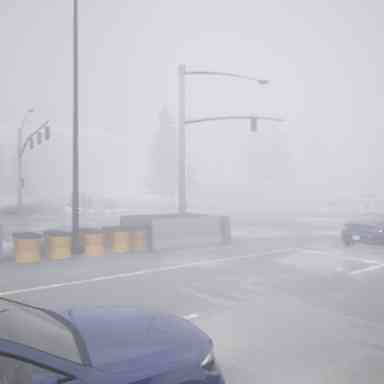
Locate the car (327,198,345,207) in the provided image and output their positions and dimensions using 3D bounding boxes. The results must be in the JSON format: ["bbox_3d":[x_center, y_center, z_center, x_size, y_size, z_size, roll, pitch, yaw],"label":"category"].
[{"bbox_3d":[22.447,1.552,49.968,4.718,1.301,1.895,0,0,-35],"label":"car"}]

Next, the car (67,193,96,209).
[{"bbox_3d":[-14.789,1.219,44.303,2.150,2.045,5.566,0,0,-28],"label":"car"}]

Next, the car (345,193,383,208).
[{"bbox_3d":[24.680,1.171,47.259,5.566,2.045,2.150,0,0,-35],"label":"car"}]

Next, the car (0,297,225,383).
[{"bbox_3d":[-1.875,1.526,2.419,4.674,1.442,1.812,0,0,-36],"label":"car"}]

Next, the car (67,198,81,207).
[{"bbox_3d":[-18.944,1.598,53.128,1.895,1.301,4.718,0,0,-22],"label":"car"}]

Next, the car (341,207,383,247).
[{"bbox_3d":[8.013,1.526,13.779,4.674,1.442,1.812,0,0,-36],"label":"car"}]

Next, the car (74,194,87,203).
[{"bbox_3d":[-24.094,1.350,71.927,2.097,1.767,4.553,0,0,-11],"label":"car"}]

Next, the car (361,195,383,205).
[{"bbox_3d":[30.419,1.381,55.567,5.008,1.535,1.882,0,0,-35],"label":"car"}]

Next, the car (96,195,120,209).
[{"bbox_3d":[-11.431,1.544,45.359,2.033,1.411,5.357,0,0,-29],"label":"car"}]

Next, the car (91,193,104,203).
[{"bbox_3d":[-20.791,1.220,73.458,2.150,2.045,5.566,0,0,-11],"label":"car"}]

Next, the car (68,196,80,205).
[{"bbox_3d":[-22.022,1.543,62.237,2.033,1.411,5.357,0,0,-18],"label":"car"}]
